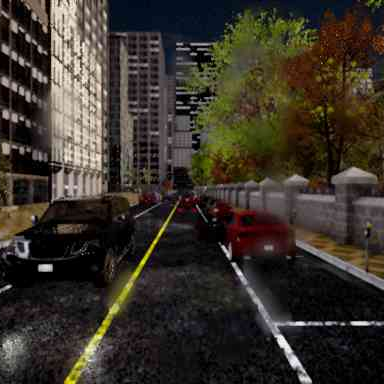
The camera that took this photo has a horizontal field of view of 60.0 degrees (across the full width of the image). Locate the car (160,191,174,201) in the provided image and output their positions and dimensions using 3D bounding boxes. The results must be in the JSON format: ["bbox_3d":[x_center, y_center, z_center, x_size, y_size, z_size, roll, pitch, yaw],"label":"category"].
[{"bbox_3d":[-3.590,0.799,50.638,2.033,1.411,5.357,0,1,-1],"label":"car"}]

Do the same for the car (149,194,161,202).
[{"bbox_3d":[-6.433,1.053,58.083,1.802,1.307,4.206,0,1,-1],"label":"car"}]

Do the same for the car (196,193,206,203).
[{"bbox_3d":[1.889,1.192,41.497,1.947,1.339,4.313,0,1,-1],"label":"car"}]

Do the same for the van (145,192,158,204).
[{"bbox_3d":[-6.334,0.864,52.541,1.690,1.788,3.998,0,1,-1],"label":"van"}]

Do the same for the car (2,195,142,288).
[{"bbox_3d":[-2.969,1.137,9.403,2.150,2.045,5.566,0,1,-1],"label":"car"}]

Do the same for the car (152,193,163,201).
[{"bbox_3d":[-6.528,0.946,63.452,1.752,1.417,4.829,0,1,-1],"label":"car"}]

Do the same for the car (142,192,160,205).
[{"bbox_3d":[-6.236,0.890,47.001,2.192,1.841,5.009,0,1,-1],"label":"car"}]

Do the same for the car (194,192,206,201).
[{"bbox_3d":[1.494,0.858,63.691,1.967,1.590,4.097,0,1,-1],"label":"car"}]

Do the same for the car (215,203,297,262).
[{"bbox_3d":[2.087,1.373,11.666,1.882,1.535,5.008,0,1,-1],"label":"car"}]

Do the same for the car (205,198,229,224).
[{"bbox_3d":[2.185,1.359,24.851,1.802,1.307,4.206,0,1,-1],"label":"car"}]

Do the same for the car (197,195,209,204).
[{"bbox_3d":[1.692,1.105,52.594,1.802,1.307,4.206,0,1,-1],"label":"car"}]

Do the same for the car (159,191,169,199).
[{"bbox_3d":[-6.682,0.577,80.241,2.192,1.841,5.009,0,1,-1],"label":"car"}]

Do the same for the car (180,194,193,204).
[{"bbox_3d":[-0.858,1.034,51.890,1.837,1.490,4.892,0,1,-1],"label":"car"}]

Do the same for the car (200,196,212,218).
[{"bbox_3d":[2.086,1.293,30.399,1.947,1.339,4.313,0,1,-1],"label":"car"}]

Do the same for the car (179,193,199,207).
[{"bbox_3d":[-0.601,0.973,42.069,2.097,1.767,4.553,0,1,-1],"label":"car"}]
